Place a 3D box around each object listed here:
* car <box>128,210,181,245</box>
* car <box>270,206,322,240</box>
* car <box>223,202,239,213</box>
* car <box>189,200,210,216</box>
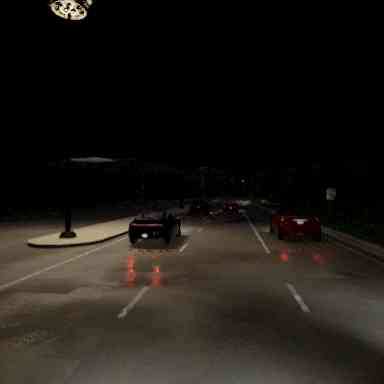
[{"bbox_3d":[-1.718,1.653,16.560,2.128,1.511,4.902,0,-1,7],"label":"car"},{"bbox_3d":[5.542,1.539,18.314,2.097,1.767,4.553,0,-1,7],"label":"car"},{"bbox_3d":[5.125,2.001,43.813,1.994,1.385,4.181,0,-1,7],"label":"car"},{"bbox_3d":[0.961,1.730,38.413,2.097,1.767,4.553,0,-1,7],"label":"car"}]
